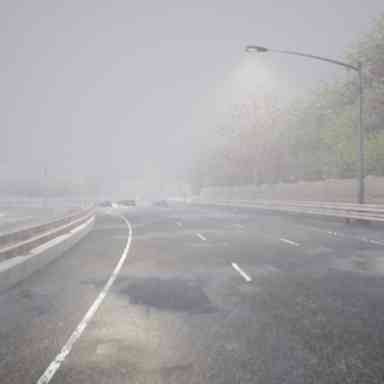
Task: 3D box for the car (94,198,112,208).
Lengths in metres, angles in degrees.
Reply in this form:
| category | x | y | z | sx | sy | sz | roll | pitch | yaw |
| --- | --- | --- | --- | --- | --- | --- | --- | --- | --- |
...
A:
| category | x | y | z | sx | sy | sz | roll | pitch | yaw |
| --- | --- | --- | --- | --- | --- | --- | --- | --- | --- |
| car | -14.128 | 1.687 | 52.763 | 1.812 | 1.442 | 4.674 | 0 | 0 | -30 |

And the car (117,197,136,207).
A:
| category | x | y | z | sx | sy | sz | roll | pitch | yaw |
| --- | --- | --- | --- | --- | --- | --- | --- | --- | --- |
| car | -10.711 | 1.598 | 53.836 | 1.882 | 1.535 | 5.008 | 0 | 0 | -29 |

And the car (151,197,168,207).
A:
| category | x | y | z | sx | sy | sz | roll | pitch | yaw |
| --- | --- | --- | --- | --- | --- | --- | --- | --- | --- |
| car | -5.121 | 1.580 | 52.336 | 1.812 | 1.442 | 4.674 | -1 | 0 | -18 |
